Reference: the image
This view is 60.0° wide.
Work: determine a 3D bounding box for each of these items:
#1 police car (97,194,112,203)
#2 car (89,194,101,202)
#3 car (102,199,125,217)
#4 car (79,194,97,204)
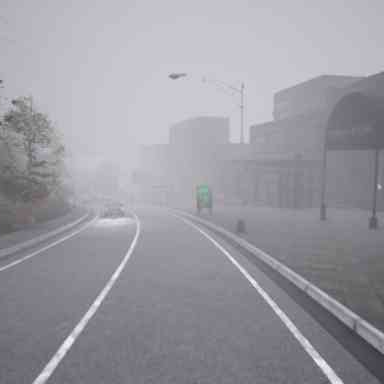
[{"bbox_3d":[-19.840,1.634,76.579,1.930,1.638,5.238,-3,1,-25],"label":"police car"},{"bbox_3d":[-26.669,1.584,91.040,2.150,2.045,5.566,-3,1,-25],"label":"car"},{"bbox_3d":[-7.581,1.664,32.457,1.895,1.301,4.718,-1,0,-14],"label":"car"},{"bbox_3d":[-22.240,1.790,71.011,1.812,1.442,4.674,-3,1,-25],"label":"car"}]
